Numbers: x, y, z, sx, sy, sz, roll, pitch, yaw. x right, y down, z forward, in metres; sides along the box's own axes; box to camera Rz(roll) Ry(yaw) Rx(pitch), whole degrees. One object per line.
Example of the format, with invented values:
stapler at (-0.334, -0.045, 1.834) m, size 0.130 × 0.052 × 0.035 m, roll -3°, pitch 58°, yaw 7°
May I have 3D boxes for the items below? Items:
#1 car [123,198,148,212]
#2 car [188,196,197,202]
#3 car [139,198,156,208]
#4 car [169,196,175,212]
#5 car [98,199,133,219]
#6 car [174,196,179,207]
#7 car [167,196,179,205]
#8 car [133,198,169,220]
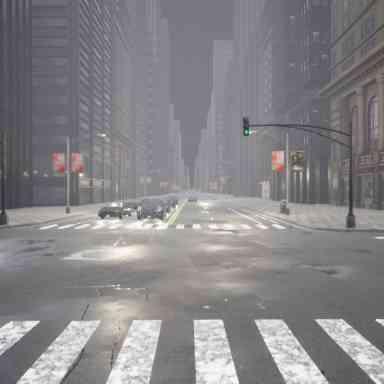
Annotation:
car at (-6.567, 1.523, 39.355) m, size 2.033 × 1.411 × 5.357 m, roll 0°, pitch 0°, yaw 0°
car at (0.138, 1.469, 70.256) m, size 2.033 × 1.411 × 5.357 m, roll 0°, pitch 0°, yaw 0°
car at (-6.565, 1.565, 49.441) m, size 1.895 × 1.301 × 4.718 m, roll 0°, pitch 0°, yaw 0°
car at (-3.320, 1.524, 37.472) m, size 2.033 × 1.411 × 5.357 m, roll 0°, pitch 0°, yaw 0°
car at (-6.551, 1.531, 29.257) m, size 2.033 × 1.411 × 5.357 m, roll 0°, pitch 0°, yaw 4°
car at (-3.319, 1.531, 47.371) m, size 1.994 × 1.385 × 4.181 m, roll 0°, pitch 0°, yaw 0°
car at (-3.273, 1.455, 57.745) m, size 1.837 × 1.490 × 4.892 m, roll 0°, pitch 0°, yaw 0°
car at (-3.327, 1.337, 27.998) m, size 2.097 × 1.767 × 4.553 m, roll 0°, pitch 0°, yaw 0°
